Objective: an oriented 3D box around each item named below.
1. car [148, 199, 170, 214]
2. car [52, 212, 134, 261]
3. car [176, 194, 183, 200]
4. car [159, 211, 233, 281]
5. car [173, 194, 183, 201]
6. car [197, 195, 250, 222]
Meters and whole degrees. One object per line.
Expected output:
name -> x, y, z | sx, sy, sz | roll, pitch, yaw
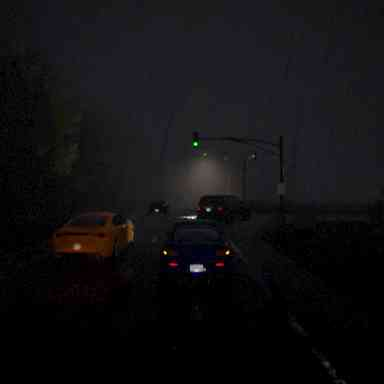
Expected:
car -> -3.402, 1.488, 34.645 | 1.837, 1.490, 4.892 | 0, 1, 0
car -> -3.398, 1.472, 12.315 | 1.882, 1.535, 5.008 | 0, 0, 0
car -> -3.505, 1.432, 93.296 | 1.837, 1.490, 4.892 | 0, 0, 0
car -> 0.102, 1.521, 9.703 | 1.812, 1.442, 4.674 | 0, 0, 0
car -> -3.503, 1.499, 78.158 | 1.994, 1.385, 4.181 | 0, 0, 0
car -> 2.309, 1.213, 23.501 | 2.150, 2.045, 5.566 | -1, 0, 28
